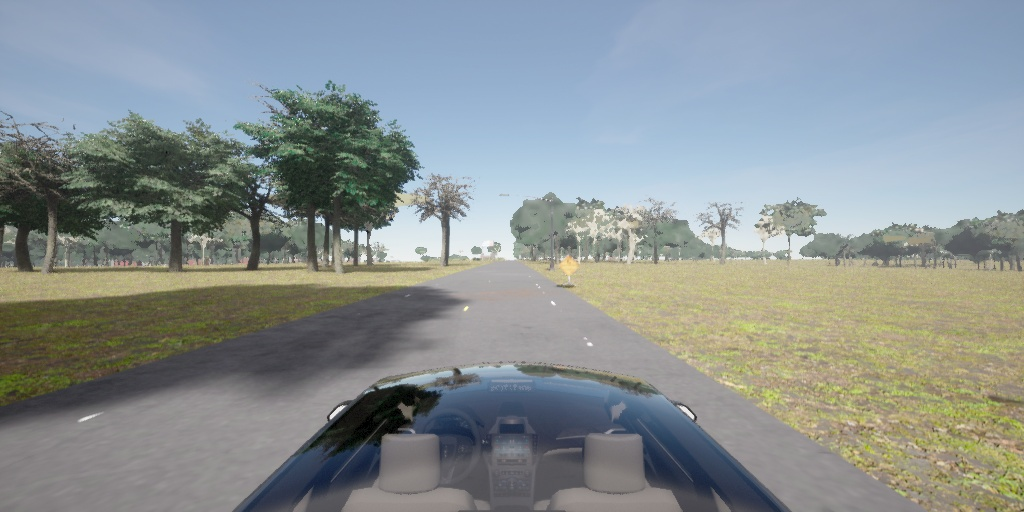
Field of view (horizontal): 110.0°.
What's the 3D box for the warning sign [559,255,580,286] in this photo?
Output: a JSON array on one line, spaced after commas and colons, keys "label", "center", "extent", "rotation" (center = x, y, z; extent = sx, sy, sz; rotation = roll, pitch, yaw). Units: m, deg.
[{"label": "warning sign", "center": [3.550, 0.882, 22.187], "extent": [1.300, 1.860, 1.060], "rotation": [0, 0, 0]}]
